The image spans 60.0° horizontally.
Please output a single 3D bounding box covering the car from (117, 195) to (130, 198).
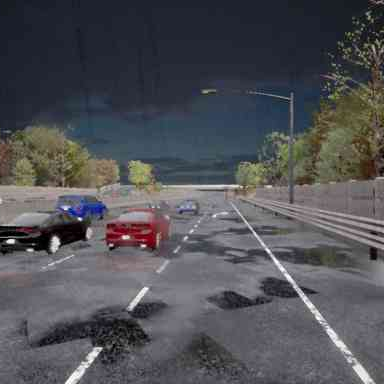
[{"bbox_3d":[-14.292,1.609,73.440,1.994,1.385,4.181,0,0,5],"label":"car"}]

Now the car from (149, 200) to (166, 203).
[{"bbox_3d":[-3.639,1.549,35.719,2.033,1.411,5.357,0,0,5],"label":"car"}]

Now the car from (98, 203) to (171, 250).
[{"bbox_3d":[-2.115,1.477,14.327,1.882,1.535,5.008,0,0,5],"label":"car"}]

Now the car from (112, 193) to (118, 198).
[{"bbox_3d":[-17.780,1.282,73.735,2.150,2.045,5.566,0,0,5],"label":"car"}]

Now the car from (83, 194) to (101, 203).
[{"bbox_3d":[-21.491,1.406,71.629,2.097,1.767,4.553,0,0,5],"label":"car"}]

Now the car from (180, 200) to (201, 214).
[{"bbox_3d":[-0.163,1.549,35.316,2.033,1.411,5.357,0,0,5],"label":"car"}]

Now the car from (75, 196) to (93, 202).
[{"bbox_3d":[-24.593,1.601,76.072,2.033,1.411,5.357,0,0,5],"label":"car"}]

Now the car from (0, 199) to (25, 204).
[{"bbox_3d":[-18.146,1.493,33.100,2.128,1.511,4.902,0,0,5],"label":"car"}]

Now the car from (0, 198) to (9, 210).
[{"bbox_3d":[-24.536,1.495,39.968,2.128,1.511,4.902,0,0,5],"label":"car"}]

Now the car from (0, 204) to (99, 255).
[{"bbox_3d":[-5.713,1.477,13.426,1.882,1.535,5.008,0,0,5],"label":"car"}]

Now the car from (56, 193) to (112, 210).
[{"bbox_3d":[-8.168,1.223,24.831,2.150,2.045,5.566,0,0,5],"label":"car"}]
